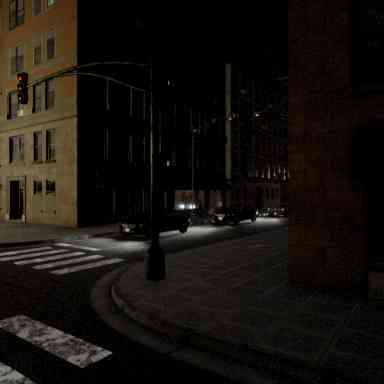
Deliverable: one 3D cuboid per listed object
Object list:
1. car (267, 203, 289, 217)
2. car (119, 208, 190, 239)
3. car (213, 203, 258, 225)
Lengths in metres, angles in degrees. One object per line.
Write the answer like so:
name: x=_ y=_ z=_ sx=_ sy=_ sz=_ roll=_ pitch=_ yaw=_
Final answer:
car: x=9.356 y=1.791 z=34.011 sx=1.895 sy=1.301 sz=4.718 roll=0 pitch=0 yaw=36
car: x=-1.878 y=1.610 z=18.276 sx=1.812 sy=1.442 sz=4.674 roll=0 pitch=0 yaw=34
car: x=3.453 y=1.627 z=25.748 sx=2.128 sy=1.511 sz=4.902 roll=0 pitch=0 yaw=35
